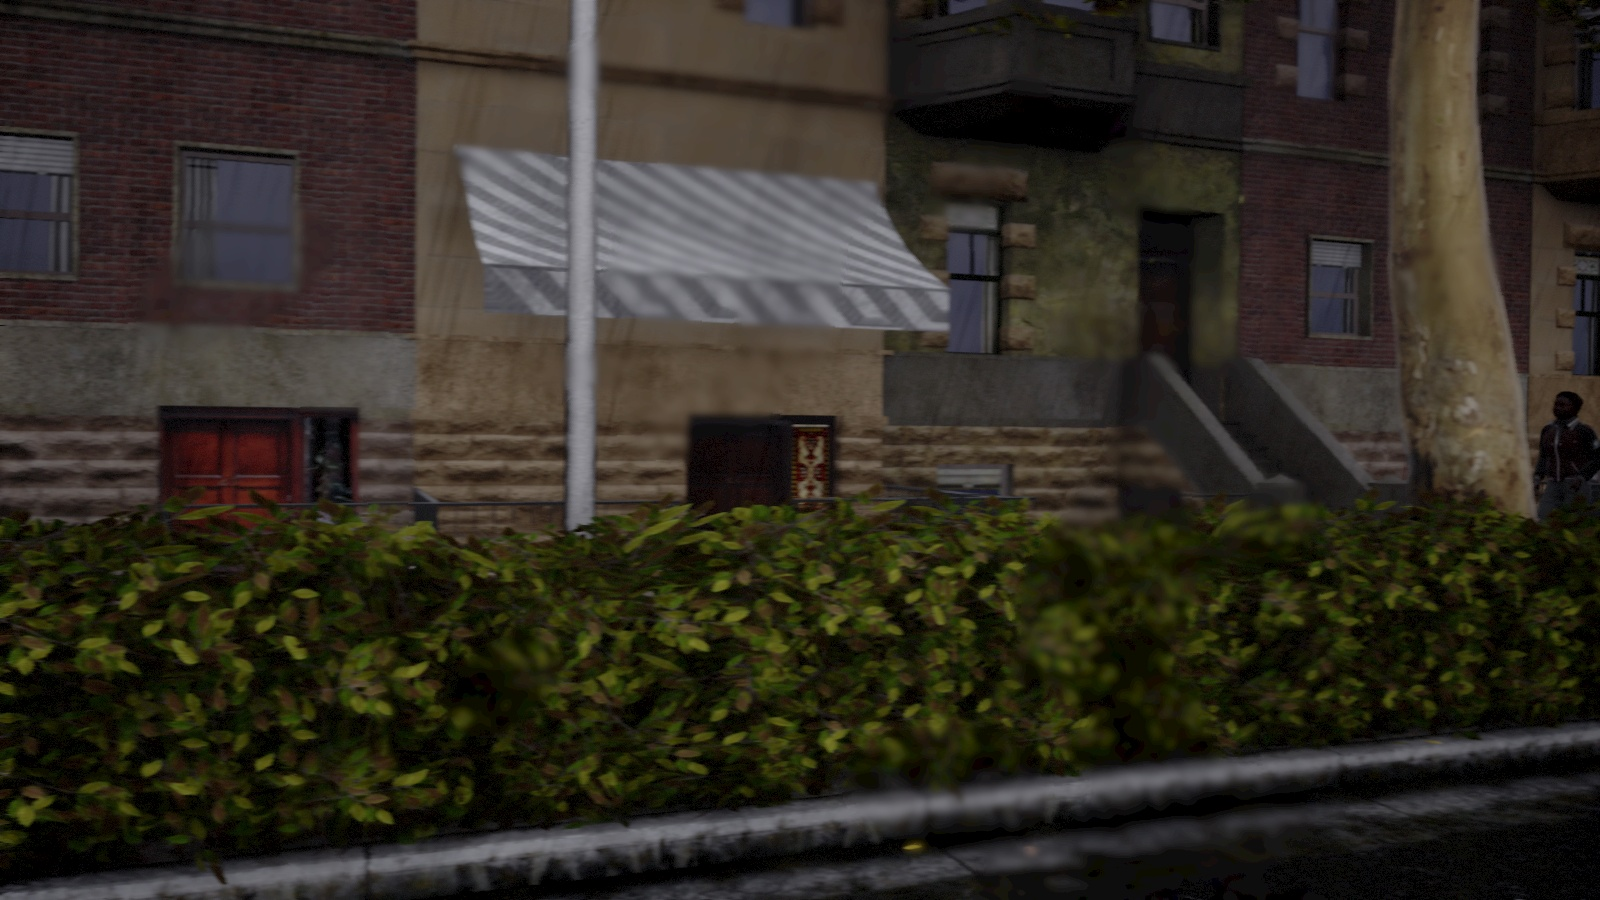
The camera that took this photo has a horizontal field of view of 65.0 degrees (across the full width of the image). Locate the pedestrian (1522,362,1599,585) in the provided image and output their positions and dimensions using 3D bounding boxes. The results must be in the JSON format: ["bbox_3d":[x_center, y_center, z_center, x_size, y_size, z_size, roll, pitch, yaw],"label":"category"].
[{"bbox_3d":[6.842,0.199,11.169,0.666,1.930,0.402,-1,1,-23],"label":"pedestrian"}]
